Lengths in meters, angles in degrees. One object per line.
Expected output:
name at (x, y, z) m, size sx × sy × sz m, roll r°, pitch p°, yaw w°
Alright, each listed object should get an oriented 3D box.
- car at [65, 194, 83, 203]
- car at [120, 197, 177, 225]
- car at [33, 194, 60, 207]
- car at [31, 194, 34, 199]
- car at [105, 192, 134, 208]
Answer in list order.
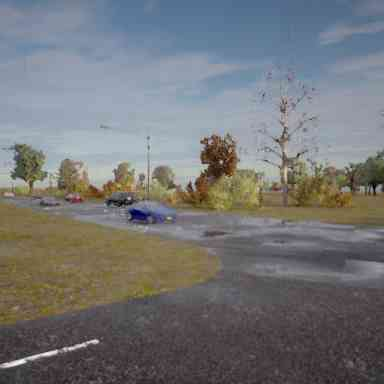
car at (-20.946, 1.064, 58.898) m, size 2.097 × 1.767 × 4.553 m, roll 0°, pitch 0°, yaw -37°
car at (-2.968, 1.400, 23.479) m, size 1.882 × 1.535 × 5.008 m, roll 0°, pitch 0°, yaw -37°
car at (-19.795, 1.334, 45.866) m, size 2.033 × 1.411 × 5.357 m, roll 0°, pitch 0°, yaw -38°
car at (-38.208, 1.084, 81.756) m, size 1.994 × 1.385 × 4.181 m, roll 0°, pitch 0°, yaw -37°
car at (-9.451, 1.035, 43.677) m, size 2.150 × 2.045 × 5.566 m, roll 0°, pitch 0°, yaw -37°
